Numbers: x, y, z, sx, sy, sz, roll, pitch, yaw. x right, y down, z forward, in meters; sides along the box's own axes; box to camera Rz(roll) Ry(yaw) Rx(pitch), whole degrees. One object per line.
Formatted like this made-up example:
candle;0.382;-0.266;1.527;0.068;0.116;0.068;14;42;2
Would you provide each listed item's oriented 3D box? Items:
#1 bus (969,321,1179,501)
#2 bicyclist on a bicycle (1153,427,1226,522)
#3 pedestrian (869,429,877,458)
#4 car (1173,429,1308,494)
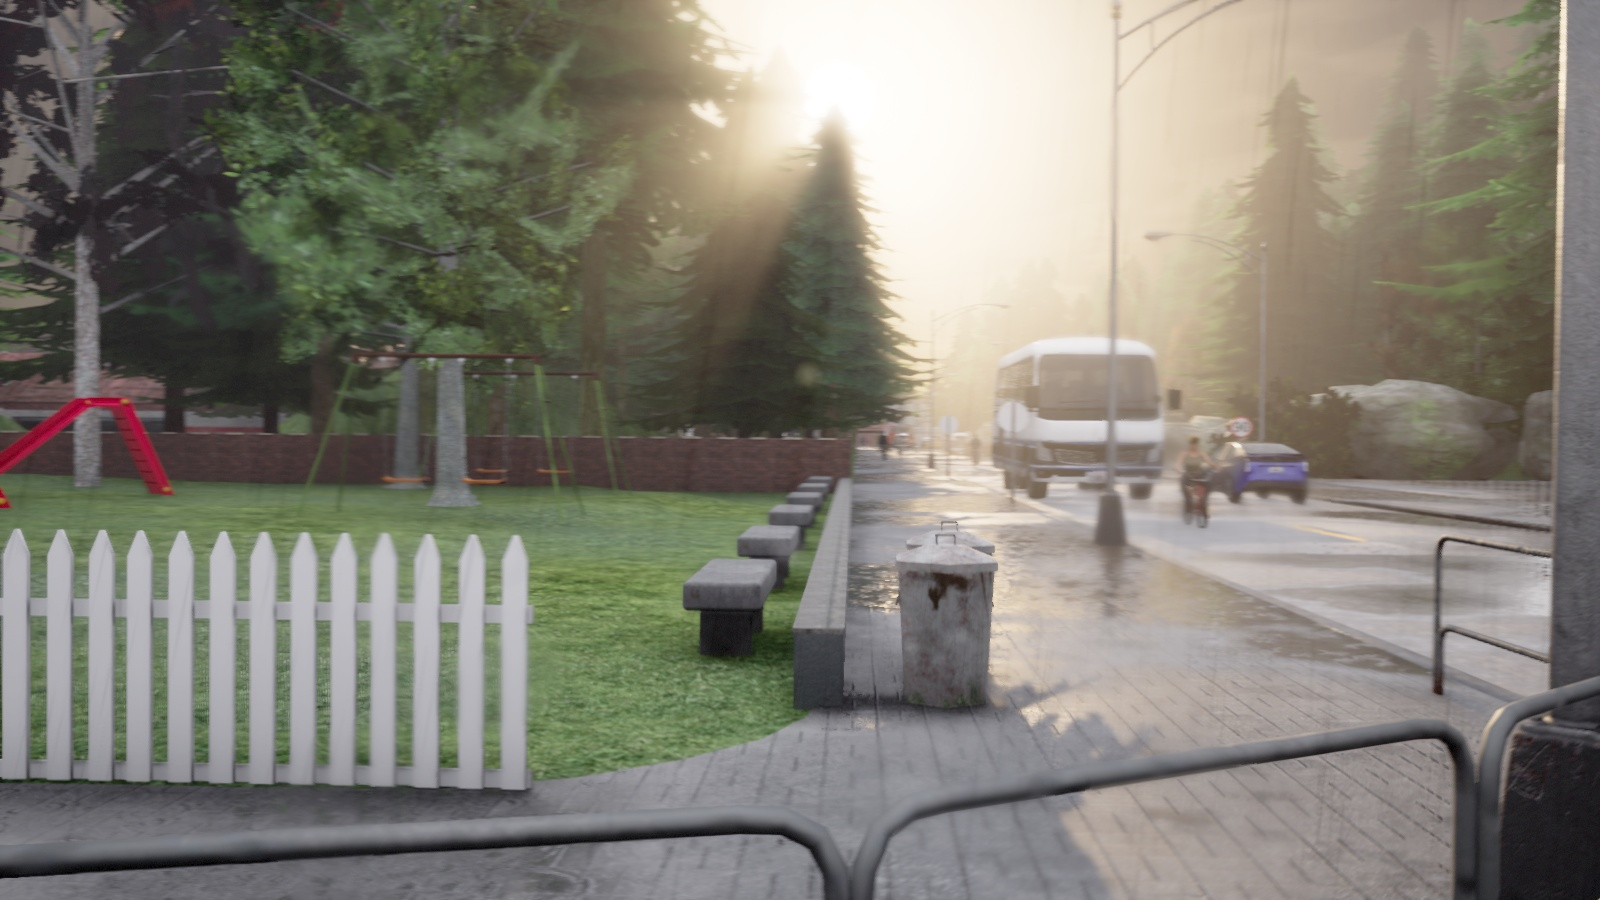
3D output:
bus;7.262;-1.057;35.216;3.944;4.253;10.273;-1;1;2
bicyclist on a bicycle;6.823;0.406;22.073;0.866;1.612;1.509;-1;1;2
pedestrian;4.534;-0.410;78.170;0.431;1.840;0.703;-1;1;0
car;11.173;0.250;32.182;2.007;1.525;4.514;-1;1;2
